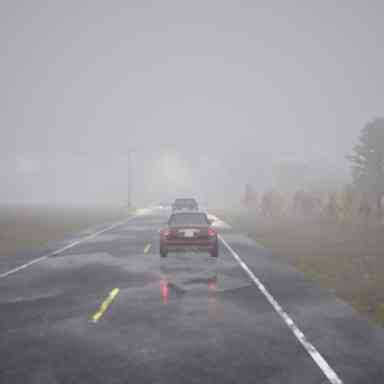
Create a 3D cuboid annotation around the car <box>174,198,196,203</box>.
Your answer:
[{"bbox_3d":[-0.573,1.497,27.651,2.150,2.045,5.566,0,0,-2],"label":"car"}]

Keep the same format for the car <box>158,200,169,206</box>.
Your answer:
[{"bbox_3d":[-5.375,2.165,64.540,1.994,1.385,4.181,0,0,-1],"label":"car"}]

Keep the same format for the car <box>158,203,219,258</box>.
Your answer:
[{"bbox_3d":[-0.134,1.489,13.484,2.097,1.767,4.553,0,-1,-1],"label":"car"}]
